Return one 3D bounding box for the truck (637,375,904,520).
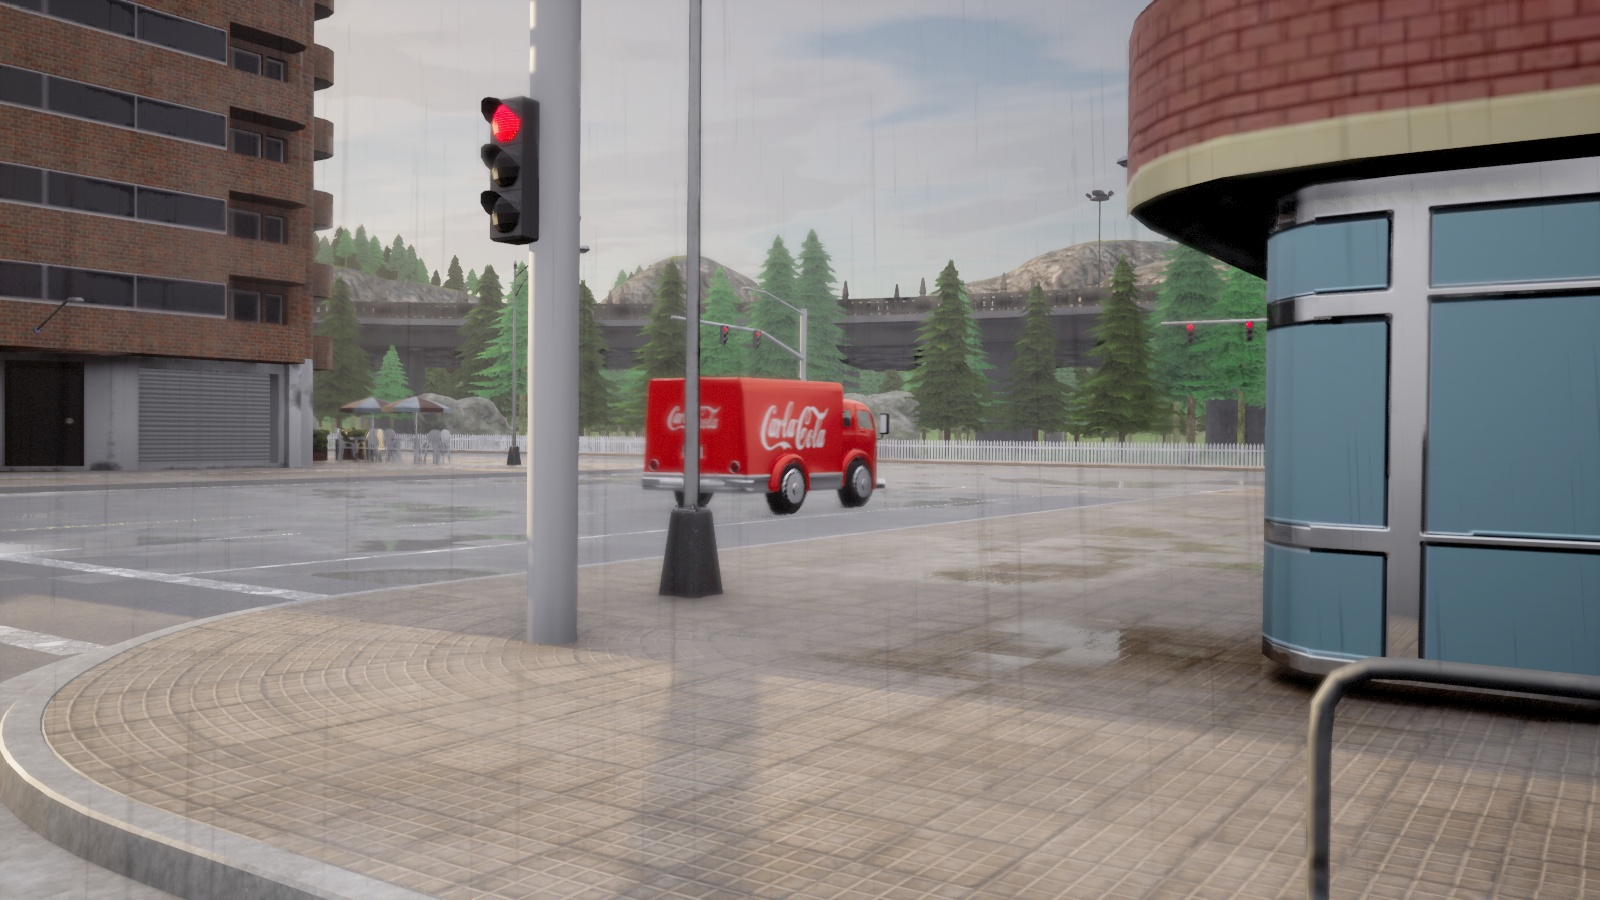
[{"bbox_3d":[-0.414,-0.084,24.324,2.627,2.467,5.204,0,1,34],"label":"truck"}]
